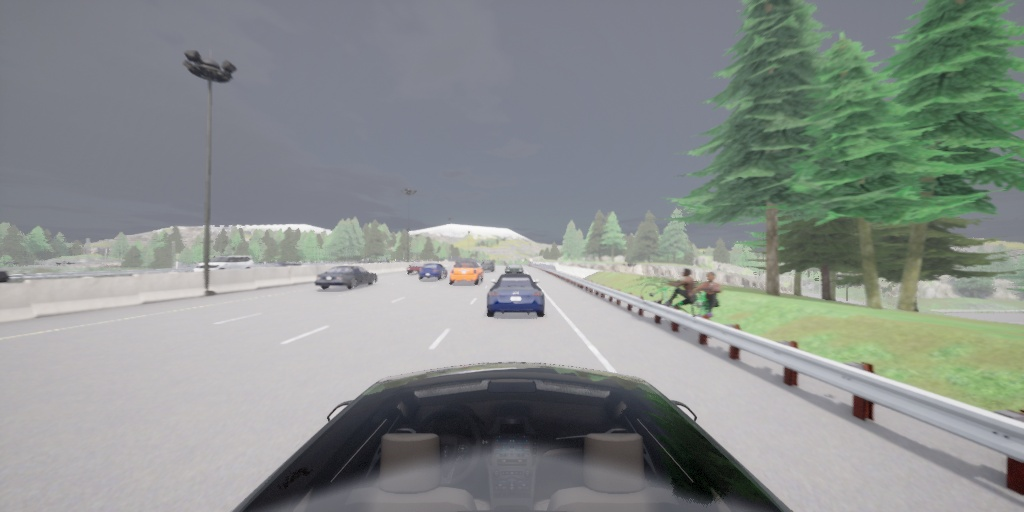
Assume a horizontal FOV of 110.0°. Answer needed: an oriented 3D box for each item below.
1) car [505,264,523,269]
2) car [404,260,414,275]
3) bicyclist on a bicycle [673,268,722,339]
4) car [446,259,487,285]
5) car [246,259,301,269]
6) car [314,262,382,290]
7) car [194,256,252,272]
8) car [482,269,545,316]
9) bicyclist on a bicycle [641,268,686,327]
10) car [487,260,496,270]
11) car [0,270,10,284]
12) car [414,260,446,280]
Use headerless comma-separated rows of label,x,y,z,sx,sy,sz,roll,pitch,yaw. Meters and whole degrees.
car,0.220,1.420,36.149,1.895,1.301,4.718,0,0,0
car,-10.306,1.405,40.319,1.895,1.301,4.718,0,0,1
bicyclist on a bicycle,4.680,1.125,8.622,0.582,1.620,1.656,0,-44,45
car,-3.320,1.144,26.934,2.097,1.767,4.553,0,0,0
car,-20.955,1.259,32.394,2.128,1.511,4.902,0,0,1
car,-10.347,1.317,22.810,2.033,1.411,5.357,0,0,1
car,-27.917,0.979,35.175,2.150,2.045,5.566,0,0,1
car,0.124,1.337,13.424,1.994,1.385,4.181,0,0,0
bicyclist on a bicycle,4.563,1.096,10.052,0.582,1.620,1.656,-2,40,-44
car,-3.234,1.327,48.063,2.128,1.511,4.902,0,0,0
car,-31.545,1.195,19.674,1.882,1.535,5.008,0,0,0
car,-6.807,1.319,31.306,1.812,1.442,4.674,0,0,0
